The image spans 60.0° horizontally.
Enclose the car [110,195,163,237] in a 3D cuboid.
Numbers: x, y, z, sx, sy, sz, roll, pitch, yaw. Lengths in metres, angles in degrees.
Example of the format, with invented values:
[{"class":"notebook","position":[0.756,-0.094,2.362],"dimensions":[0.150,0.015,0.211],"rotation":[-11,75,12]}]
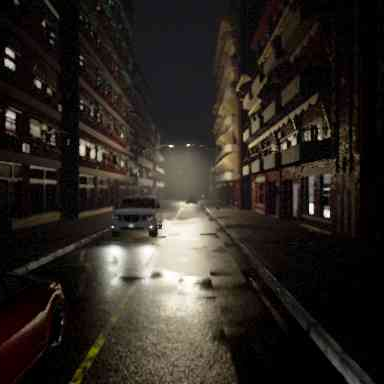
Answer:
[{"class":"car","position":[-2.844,1.210,18.197],"dimensions":[2.150,2.045,5.566],"rotation":[0,0,0]}]

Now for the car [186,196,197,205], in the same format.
[{"class":"car","position":[-0.068,1.569,60.567],"dimensions":[1.994,1.385,4.181],"rotation":[0,0,0]}]

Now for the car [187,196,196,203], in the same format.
[{"class":"car","position":[-0.080,1.497,70.590],"dimensions":[1.812,1.442,4.674],"rotation":[0,0,0]}]

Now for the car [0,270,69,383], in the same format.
[{"class":"car","position":[-2.845,1.561,3.317],"dimensions":[1.994,1.385,4.181],"rotation":[0,0,0]}]
